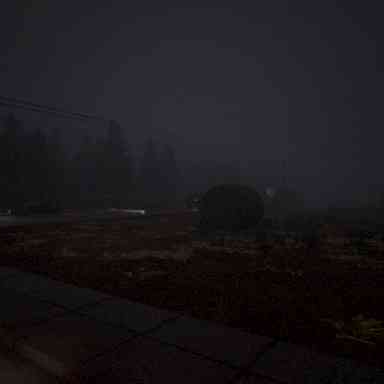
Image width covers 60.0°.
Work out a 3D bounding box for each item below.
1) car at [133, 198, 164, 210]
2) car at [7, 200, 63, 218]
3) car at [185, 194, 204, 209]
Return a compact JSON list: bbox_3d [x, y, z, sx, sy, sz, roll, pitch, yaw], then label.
[{"bbox_3d":[-5.506,1.552,43.078,1.812,1.442,4.674,0,0,37],"label":"car"},{"bbox_3d":[-14.483,1.517,30.978,2.128,1.511,4.902,0,0,37],"label":"car"},{"bbox_3d":[1.364,1.248,46.191,2.150,2.045,5.566,0,0,38],"label":"car"}]
